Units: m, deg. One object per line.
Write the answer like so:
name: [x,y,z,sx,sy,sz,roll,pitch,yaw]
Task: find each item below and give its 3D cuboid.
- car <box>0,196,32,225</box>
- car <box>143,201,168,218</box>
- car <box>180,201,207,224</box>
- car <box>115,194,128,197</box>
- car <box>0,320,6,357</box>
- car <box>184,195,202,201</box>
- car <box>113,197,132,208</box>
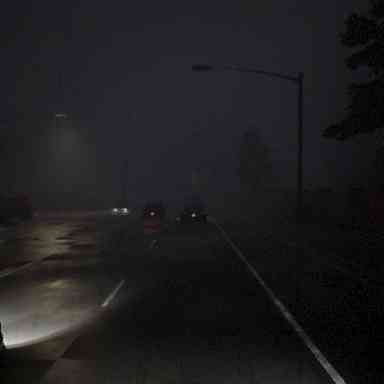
car: [-14.088,1.302,24.830,2.150,2.045,5.566,0,0,0]
car: [-3.389,1.608,30.964,1.837,1.490,4.892,0,0,0]
car: [0.109,1.650,25.881,1.994,1.385,4.181,0,0,0]
car: [-13.977,1.354,66.050,2.150,2.045,5.566,0,0,0]
car: [-3.397,1.573,2.593,1.994,1.385,4.181,0,0,0]
car: [0.115,1.372,45.321,2.150,2.045,5.566,0,0,0]
car: [-10.544,1.767,50.843,1.895,1.301,4.718,0,0,0]
